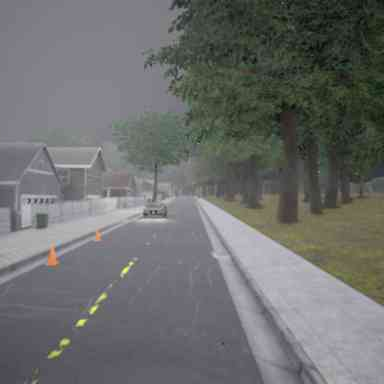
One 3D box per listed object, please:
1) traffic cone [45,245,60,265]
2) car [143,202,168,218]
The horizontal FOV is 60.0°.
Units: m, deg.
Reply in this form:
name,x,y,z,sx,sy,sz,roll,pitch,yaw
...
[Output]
name,x,y,z,sx,sy,sz,roll,pitch,yaw
traffic cone,-4.380,1.954,10.449,0.340,0.580,0.340,0,0,0
car,-3.290,1.573,30.456,1.994,1.385,4.181,0,0,0
